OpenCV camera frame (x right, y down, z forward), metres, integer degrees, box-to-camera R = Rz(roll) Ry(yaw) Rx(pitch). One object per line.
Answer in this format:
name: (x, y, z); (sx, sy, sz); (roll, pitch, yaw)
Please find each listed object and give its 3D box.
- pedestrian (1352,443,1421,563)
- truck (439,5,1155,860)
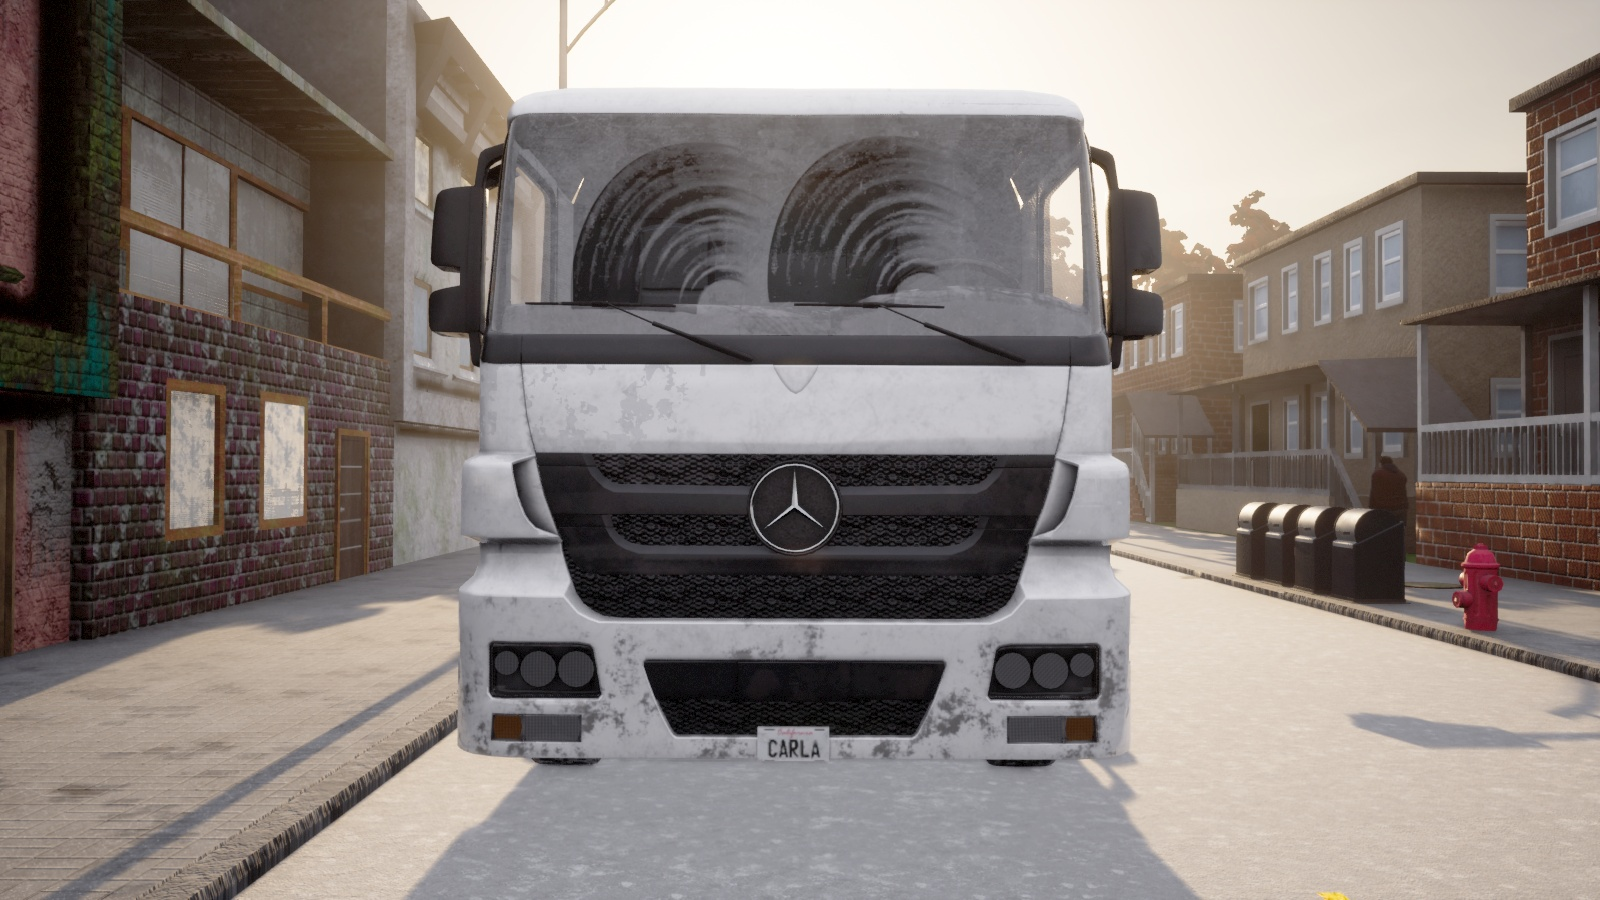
pedestrian: (9.182, 0.817, 19.695); (0.634, 1.844, 0.899); (0, -1, -1)
truck: (-0.025, -0.015, 9.072); (2.891, 3.462, 7.936); (0, -1, 0)
